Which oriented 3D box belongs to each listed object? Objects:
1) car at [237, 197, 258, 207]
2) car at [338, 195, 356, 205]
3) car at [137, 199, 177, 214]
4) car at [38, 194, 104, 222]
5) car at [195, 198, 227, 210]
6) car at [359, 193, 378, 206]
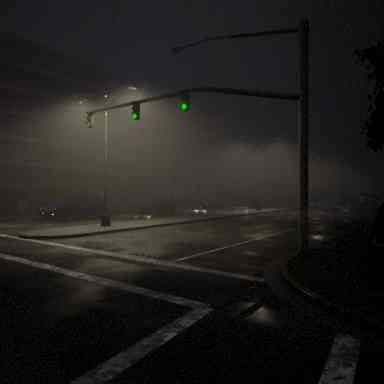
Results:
[{"bbox_3d":[8.864,1.504,52.438,1.837,1.490,4.892,0,0,36],"label":"car"},{"bbox_3d":[26.656,1.352,57.153,2.097,1.767,4.553,0,0,36],"label":"car"},{"bbox_3d":[-3.631,1.478,35.267,1.882,1.535,5.008,0,0,36],"label":"car"},{"bbox_3d":[-9.535,1.222,27.117,2.150,2.045,5.566,0,0,36],"label":"car"},{"bbox_3d":[2.631,1.547,43.909,2.033,1.411,5.357,0,0,36],"label":"car"},{"bbox_3d":[28.722,1.221,54.039,2.150,2.045,5.566,0,0,36],"label":"car"}]
